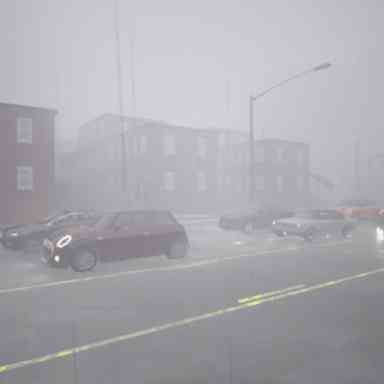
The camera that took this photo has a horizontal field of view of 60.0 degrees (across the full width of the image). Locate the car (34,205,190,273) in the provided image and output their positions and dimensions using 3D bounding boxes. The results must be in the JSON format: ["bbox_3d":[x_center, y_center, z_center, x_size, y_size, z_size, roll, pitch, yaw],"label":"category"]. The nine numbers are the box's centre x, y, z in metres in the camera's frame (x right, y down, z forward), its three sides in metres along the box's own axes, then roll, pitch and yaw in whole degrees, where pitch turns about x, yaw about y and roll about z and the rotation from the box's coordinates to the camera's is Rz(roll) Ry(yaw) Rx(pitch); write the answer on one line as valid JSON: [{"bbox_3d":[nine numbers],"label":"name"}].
[{"bbox_3d":[-2.384,1.341,10.801,4.553,1.767,2.097,0,0,-34],"label":"car"}]

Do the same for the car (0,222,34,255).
[{"bbox_3d":[-4.883,1.483,13.342,4.902,1.511,2.128,0,0,-34],"label":"car"}]

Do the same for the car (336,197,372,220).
[{"bbox_3d":[11.942,1.298,24.667,4.553,1.767,2.097,0,0,-34],"label":"car"}]

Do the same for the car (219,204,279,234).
[{"bbox_3d":[3.794,1.445,19.191,5.008,1.535,1.882,0,0,-34],"label":"car"}]

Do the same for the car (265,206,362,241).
[{"bbox_3d":[6.101,1.568,16.526,4.718,1.301,1.895,0,0,-34],"label":"car"}]

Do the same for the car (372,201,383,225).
[{"bbox_3d":[14.378,1.297,22.085,4.553,1.767,2.097,0,0,-34],"label":"car"}]
